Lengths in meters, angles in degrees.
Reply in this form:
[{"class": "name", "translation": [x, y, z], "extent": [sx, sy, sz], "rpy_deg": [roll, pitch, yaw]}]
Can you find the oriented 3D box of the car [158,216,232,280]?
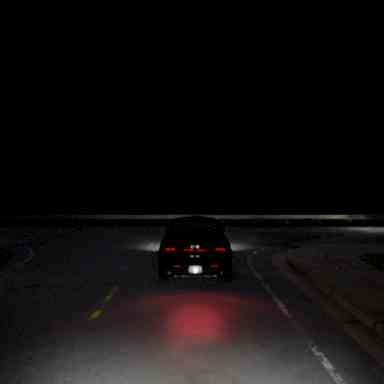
[{"class": "car", "translation": [0.080, 1.477, 9.850], "extent": [1.837, 1.490, 4.892], "rpy_deg": [0, 0, 0]}]
